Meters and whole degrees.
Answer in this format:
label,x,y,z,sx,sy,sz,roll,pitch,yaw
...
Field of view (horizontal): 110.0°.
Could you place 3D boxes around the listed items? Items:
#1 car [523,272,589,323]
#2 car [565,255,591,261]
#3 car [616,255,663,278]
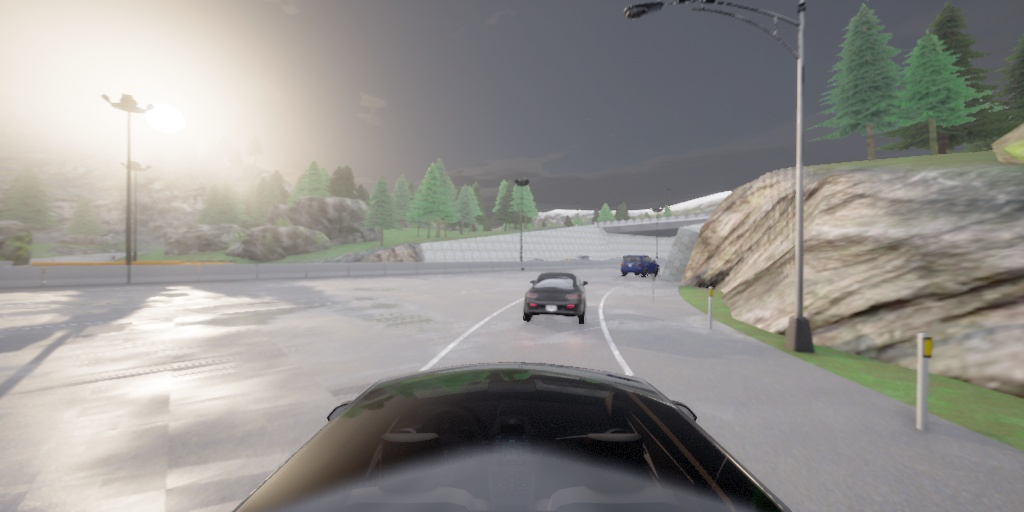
label,x,y,z,sx,sy,sz,roll,pitch,yaw
car,1.551,1.256,12.054,1.812,1.442,4.674,0,0,12
car,12.288,1.129,64.231,5.008,1.535,1.882,0,0,-43
car,12.328,0.957,34.436,2.150,2.045,5.566,0,0,39
